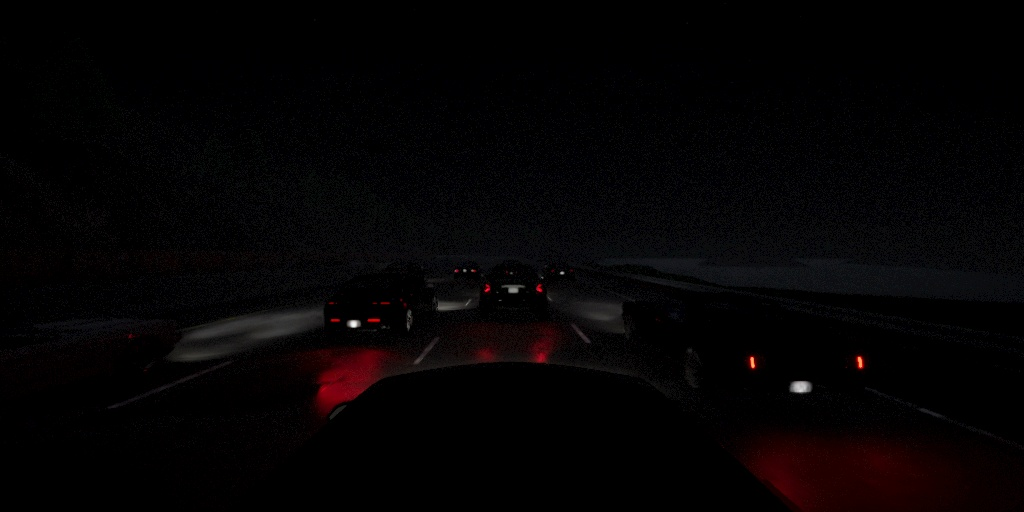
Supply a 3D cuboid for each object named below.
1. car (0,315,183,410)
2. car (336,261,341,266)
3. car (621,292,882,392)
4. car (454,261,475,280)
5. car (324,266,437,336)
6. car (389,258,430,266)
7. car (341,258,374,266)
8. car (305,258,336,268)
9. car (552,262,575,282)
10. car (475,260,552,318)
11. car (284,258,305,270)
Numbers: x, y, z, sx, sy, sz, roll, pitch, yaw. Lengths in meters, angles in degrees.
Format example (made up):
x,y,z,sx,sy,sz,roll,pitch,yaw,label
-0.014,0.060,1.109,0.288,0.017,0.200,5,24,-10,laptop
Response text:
x,y,z,sx,sy,sz,roll,pitch,yaw,label
-6.930,1.353,4.354,1.895,1.301,4.718,0,0,0,car
-21.306,1.027,48.283,1.837,1.490,4.892,0,0,0,car
3.560,1.312,6.635,1.895,1.301,4.718,0,0,0,car
-3.534,1.139,29.336,2.033,1.411,5.357,0,0,0,car
-3.453,1.212,10.240,1.837,1.490,4.892,0,0,0,car
-7.005,1.113,23.589,1.882,1.535,5.008,0,0,0,car
-17.786,1.077,42.151,1.812,1.442,4.674,0,1,0,car
-24.795,1.082,47.845,2.033,1.411,5.357,0,0,0,car
3.477,1.151,26.932,1.994,1.385,4.181,0,0,0,car
0.037,1.034,12.846,2.097,1.767,4.553,0,0,0,car
-28.295,1.035,47.803,2.128,1.511,4.902,0,0,0,car
